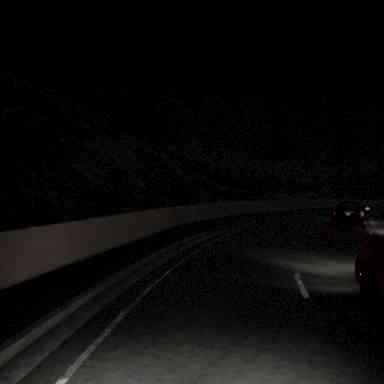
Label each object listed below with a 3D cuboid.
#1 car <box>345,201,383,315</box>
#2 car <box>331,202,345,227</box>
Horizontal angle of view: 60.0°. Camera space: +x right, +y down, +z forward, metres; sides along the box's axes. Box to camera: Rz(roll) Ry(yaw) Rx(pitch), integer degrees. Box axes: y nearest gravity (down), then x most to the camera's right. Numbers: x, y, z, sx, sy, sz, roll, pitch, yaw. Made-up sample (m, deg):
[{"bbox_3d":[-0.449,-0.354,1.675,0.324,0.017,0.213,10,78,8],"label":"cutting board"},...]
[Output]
[{"bbox_3d":[4.145,1.246,4.382,2.150,2.045,5.566,0,0,7],"label":"car"},{"bbox_3d":[10.880,1.424,22.681,2.097,1.767,4.553,0,0,31],"label":"car"}]
